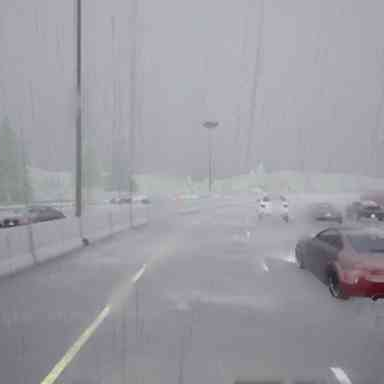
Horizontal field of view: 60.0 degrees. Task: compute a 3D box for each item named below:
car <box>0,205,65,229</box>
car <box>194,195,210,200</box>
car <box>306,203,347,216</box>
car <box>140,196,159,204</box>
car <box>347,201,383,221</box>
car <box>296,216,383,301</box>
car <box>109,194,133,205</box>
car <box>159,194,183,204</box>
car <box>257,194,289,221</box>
[{"bbox_3d":[-9.137,1.471,19.293,1.994,1.385,4.181,0,0,8],"label":"car"},{"bbox_3d":[1.899,1.311,59.189,1.837,1.490,4.892,0,0,24],"label":"car"},{"bbox_3d":[9.623,1.511,24.488,1.994,1.385,4.181,0,0,11],"label":"car"},{"bbox_3d":[-6.872,1.392,56.224,1.895,1.301,4.718,0,0,21],"label":"car"},{"bbox_3d":[13.566,1.457,26.404,1.837,1.490,4.892,0,0,11],"label":"car"},{"bbox_3d":[3.999,1.548,8.303,1.994,1.385,4.181,0,0,3],"label":"car"},{"bbox_3d":[-11.506,1.138,53.740,2.097,1.767,4.553,0,0,20],"label":"car"},{"bbox_3d":[-3.146,1.155,56.120,2.097,1.767,4.553,0,0,22],"label":"car"},{"bbox_3d":[6.422,1.152,26.500,2.150,2.045,5.566,0,0,11],"label":"car"}]
